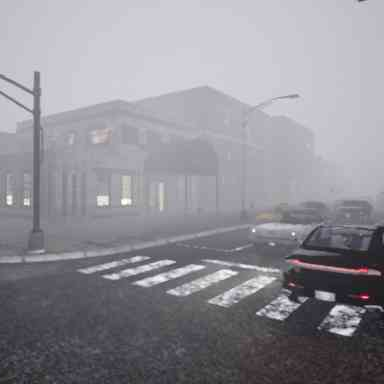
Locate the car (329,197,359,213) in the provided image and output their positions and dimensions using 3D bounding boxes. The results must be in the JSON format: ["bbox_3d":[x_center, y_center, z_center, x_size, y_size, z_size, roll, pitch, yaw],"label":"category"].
[{"bbox_3d":[15.223,1.242,33.110,1.887,1.381,4.507,1,1,36],"label":"car"}]

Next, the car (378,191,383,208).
[{"bbox_3d":[24.386,0.867,41.214,2.150,2.045,5.566,0,0,36],"label":"car"}]

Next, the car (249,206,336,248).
[{"bbox_3d":[4.051,1.470,13.252,1.895,1.301,4.718,0,1,36],"label":"car"}]

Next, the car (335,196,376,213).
[{"bbox_3d":[11.518,1.284,23.575,1.837,1.490,4.892,0,1,36],"label":"car"}]

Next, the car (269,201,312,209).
[{"bbox_3d":[5.109,1.339,19.123,1.752,1.417,4.829,1,1,36],"label":"car"}]

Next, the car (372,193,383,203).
[{"bbox_3d":[31.912,0.966,56.189,1.967,1.590,4.097,1,1,36],"label":"car"}]

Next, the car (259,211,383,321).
[{"bbox_3d":[3.525,1.417,7.231,2.128,1.511,4.902,0,1,36],"label":"car"}]

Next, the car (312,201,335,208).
[{"bbox_3d":[8.547,1.318,23.878,1.887,1.381,4.507,1,1,36],"label":"car"}]

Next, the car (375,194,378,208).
[{"bbox_3d":[21.897,1.176,42.342,2.008,1.369,4.403,1,1,36],"label":"car"}]
